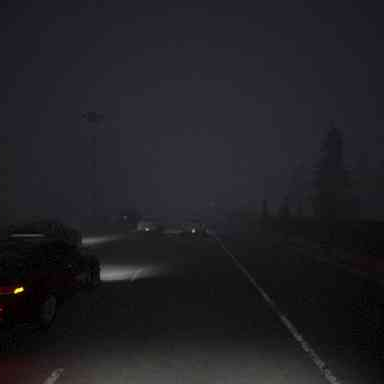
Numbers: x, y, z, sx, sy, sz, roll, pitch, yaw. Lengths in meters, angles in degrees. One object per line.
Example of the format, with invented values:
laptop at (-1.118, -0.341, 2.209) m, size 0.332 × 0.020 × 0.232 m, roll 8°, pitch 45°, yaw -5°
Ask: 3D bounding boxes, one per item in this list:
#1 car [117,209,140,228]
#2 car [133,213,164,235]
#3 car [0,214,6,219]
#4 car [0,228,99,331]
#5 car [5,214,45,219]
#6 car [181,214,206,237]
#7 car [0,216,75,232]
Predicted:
car at (-6.890, 2.931, 37.208) m, size 2.150 × 2.045 × 5.566 m, roll 0°, pitch -3°, yaw 0°
car at (-3.392, 2.747, 27.564) m, size 1.812 × 1.442 × 4.674 m, roll 0°, pitch -3°, yaw 0°
car at (-20.989, 3.179, 36.145) m, size 2.128 × 1.511 × 4.902 m, roll 0°, pitch -3°, yaw 0°
car at (-3.398, 1.716, 7.112) m, size 1.812 × 1.442 × 4.674 m, roll 0°, pitch -2°, yaw 0°
car at (-13.995, 2.819, 29.621) m, size 2.128 × 1.511 × 4.902 m, roll 0°, pitch -3°, yaw 0°
car at (0.107, 2.674, 26.126) m, size 1.812 × 1.442 × 4.674 m, roll 0°, pitch -3°, yaw 0°
car at (-6.896, 2.129, 16.038) m, size 2.128 × 1.511 × 4.902 m, roll 0°, pitch -3°, yaw 0°
